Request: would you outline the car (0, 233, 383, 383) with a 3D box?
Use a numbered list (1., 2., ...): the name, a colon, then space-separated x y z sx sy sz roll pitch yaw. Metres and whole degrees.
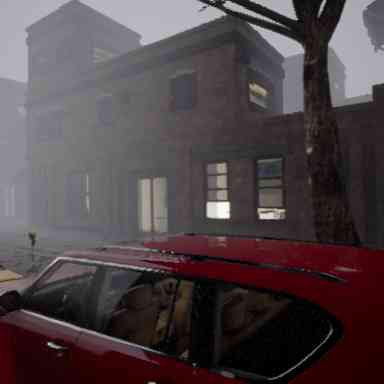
1. car: -0.341 1.336 3.135 5.009 1.841 2.192 -1 -1 36
